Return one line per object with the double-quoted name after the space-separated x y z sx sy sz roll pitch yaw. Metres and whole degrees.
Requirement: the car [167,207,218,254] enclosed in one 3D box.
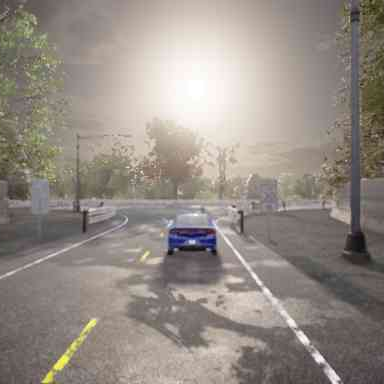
0.027 1.632 14.234 1.882 1.535 5.008 0 0 0 "car"
